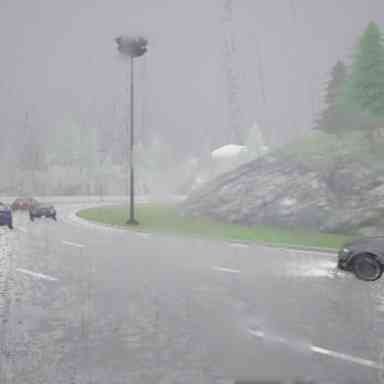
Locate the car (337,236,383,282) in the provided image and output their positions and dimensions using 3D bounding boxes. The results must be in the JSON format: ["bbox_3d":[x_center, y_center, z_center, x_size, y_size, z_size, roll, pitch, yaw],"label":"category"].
[{"bbox_3d":[5.943,1.564,8.351,4.181,1.385,1.994,0,0,35],"label":"car"}]

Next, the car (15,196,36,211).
[{"bbox_3d":[-18.980,1.353,38.426,2.097,1.767,4.553,0,0,-9],"label":"car"}]

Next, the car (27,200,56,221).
[{"bbox_3d":[-12.383,1.602,27.575,1.895,1.301,4.718,0,0,-26],"label":"car"}]

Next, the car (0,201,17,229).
[{"bbox_3d":[-12.654,1.479,21.146,1.882,1.535,5.008,0,0,-34],"label":"car"}]
